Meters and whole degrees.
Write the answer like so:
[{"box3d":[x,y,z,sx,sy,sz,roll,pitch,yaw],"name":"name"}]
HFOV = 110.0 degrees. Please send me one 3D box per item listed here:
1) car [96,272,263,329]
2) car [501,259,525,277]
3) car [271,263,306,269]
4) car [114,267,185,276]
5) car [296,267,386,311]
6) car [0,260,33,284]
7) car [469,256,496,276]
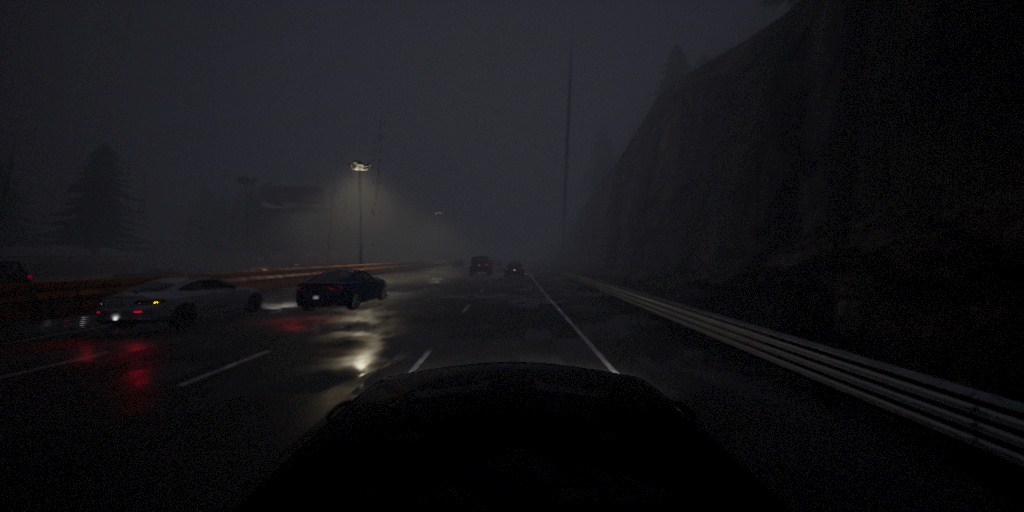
[{"box3d":[-10.369,1.375,11.678,1.812,1.442,4.674,0,0,0],"name":"car"},{"box3d":[0.255,1.321,36.361,1.994,1.385,4.181,-1,0,1],"name":"car"},{"box3d":[-20.879,1.449,33.323,2.128,1.511,4.902,-1,0,1],"name":"car"},{"box3d":[-31.423,1.651,31.250,1.895,1.301,4.718,-1,0,1],"name":"car"},{"box3d":[-6.877,1.295,15.031,1.882,1.535,5.008,-1,0,0],"name":"car"},{"box3d":[-24.596,1.205,15.224,2.150,2.045,5.566,-1,0,0],"name":"car"},{"box3d":[-3.239,1.011,38.549,2.150,2.045,5.566,-1,0,1],"name":"car"}]
